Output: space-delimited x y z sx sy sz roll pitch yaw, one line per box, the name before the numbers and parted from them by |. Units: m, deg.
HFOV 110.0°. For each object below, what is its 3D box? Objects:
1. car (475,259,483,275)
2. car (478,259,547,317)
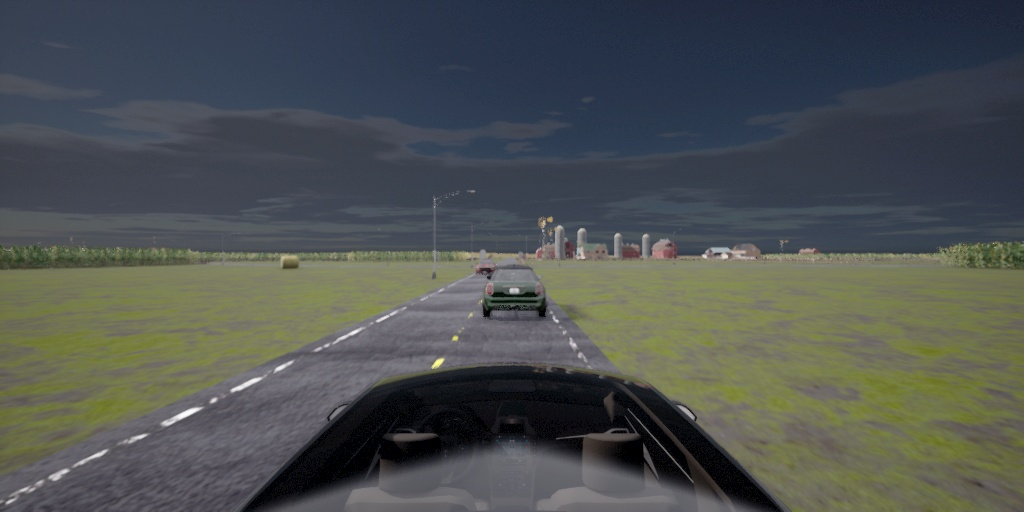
car | -2.839 1.113 39.546 2.097 1.767 4.553 0 0 0
car | 0.084 1.106 13.403 2.097 1.767 4.553 0 0 0
